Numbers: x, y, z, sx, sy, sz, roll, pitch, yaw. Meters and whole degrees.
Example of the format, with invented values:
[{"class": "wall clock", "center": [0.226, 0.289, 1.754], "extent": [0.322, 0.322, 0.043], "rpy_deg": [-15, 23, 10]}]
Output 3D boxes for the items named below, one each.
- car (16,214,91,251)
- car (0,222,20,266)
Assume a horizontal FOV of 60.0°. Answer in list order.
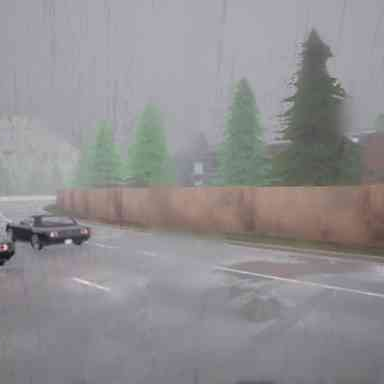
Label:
[{"class": "car", "center": [-6.316, 1.602, 14.291], "extent": [4.718, 1.301, 1.895], "rpy_deg": [0, 0, 44]}, {"class": "car", "center": [-7.358, 1.590, 10.450], "extent": [4.718, 1.301, 1.895], "rpy_deg": [0, 0, 43]}]
